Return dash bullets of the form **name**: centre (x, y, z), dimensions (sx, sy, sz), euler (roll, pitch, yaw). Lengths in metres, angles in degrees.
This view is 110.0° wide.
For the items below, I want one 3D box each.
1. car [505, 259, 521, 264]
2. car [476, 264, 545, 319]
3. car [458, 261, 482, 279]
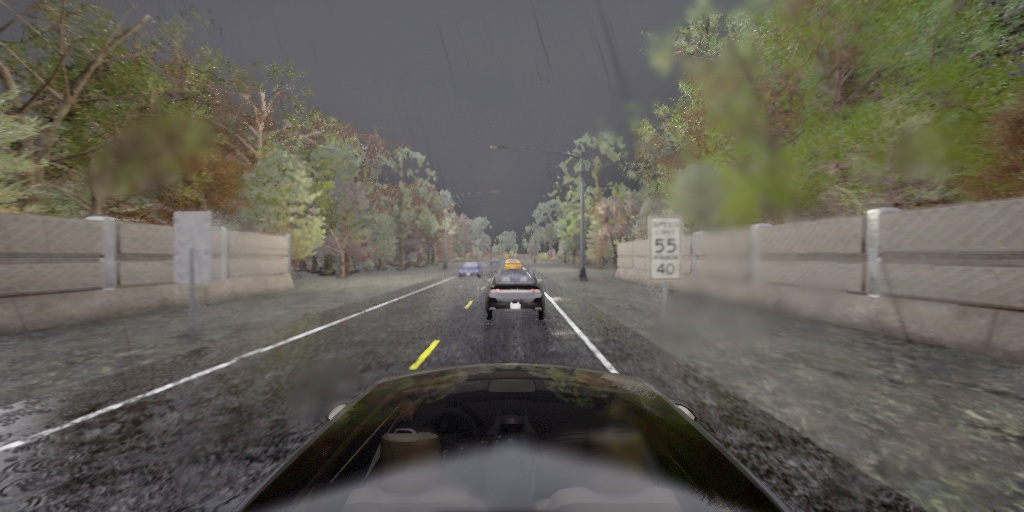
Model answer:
- **car**: centre (0.097, 1.117, 44.919), dimensions (1.882, 1.535, 5.008), euler (0, 0, 0)
- **car**: centre (0.101, 1.224, 12.689), dimensions (2.128, 1.511, 4.902), euler (0, 0, 0)
- **car**: centre (-3.597, 1.209, 31.859), dimensions (1.812, 1.442, 4.674), euler (0, 0, 0)
